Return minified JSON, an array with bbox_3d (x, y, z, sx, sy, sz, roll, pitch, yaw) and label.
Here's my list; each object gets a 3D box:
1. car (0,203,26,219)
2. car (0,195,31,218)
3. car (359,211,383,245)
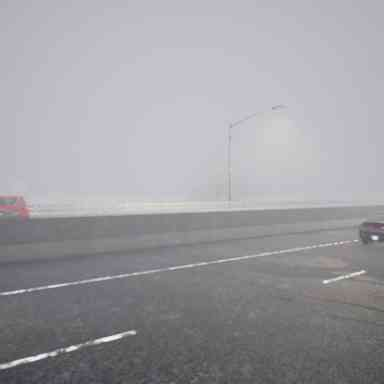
[{"bbox_3d":[-11.581,1.508,17.229,4.892,1.490,1.837,0,0,-36],"label":"car"},{"bbox_3d":[-13.029,1.229,20.496,5.566,2.045,2.150,0,0,-36],"label":"car"},{"bbox_3d":[9.267,1.584,14.669,4.892,1.490,1.837,0,0,-36],"label":"car"}]
